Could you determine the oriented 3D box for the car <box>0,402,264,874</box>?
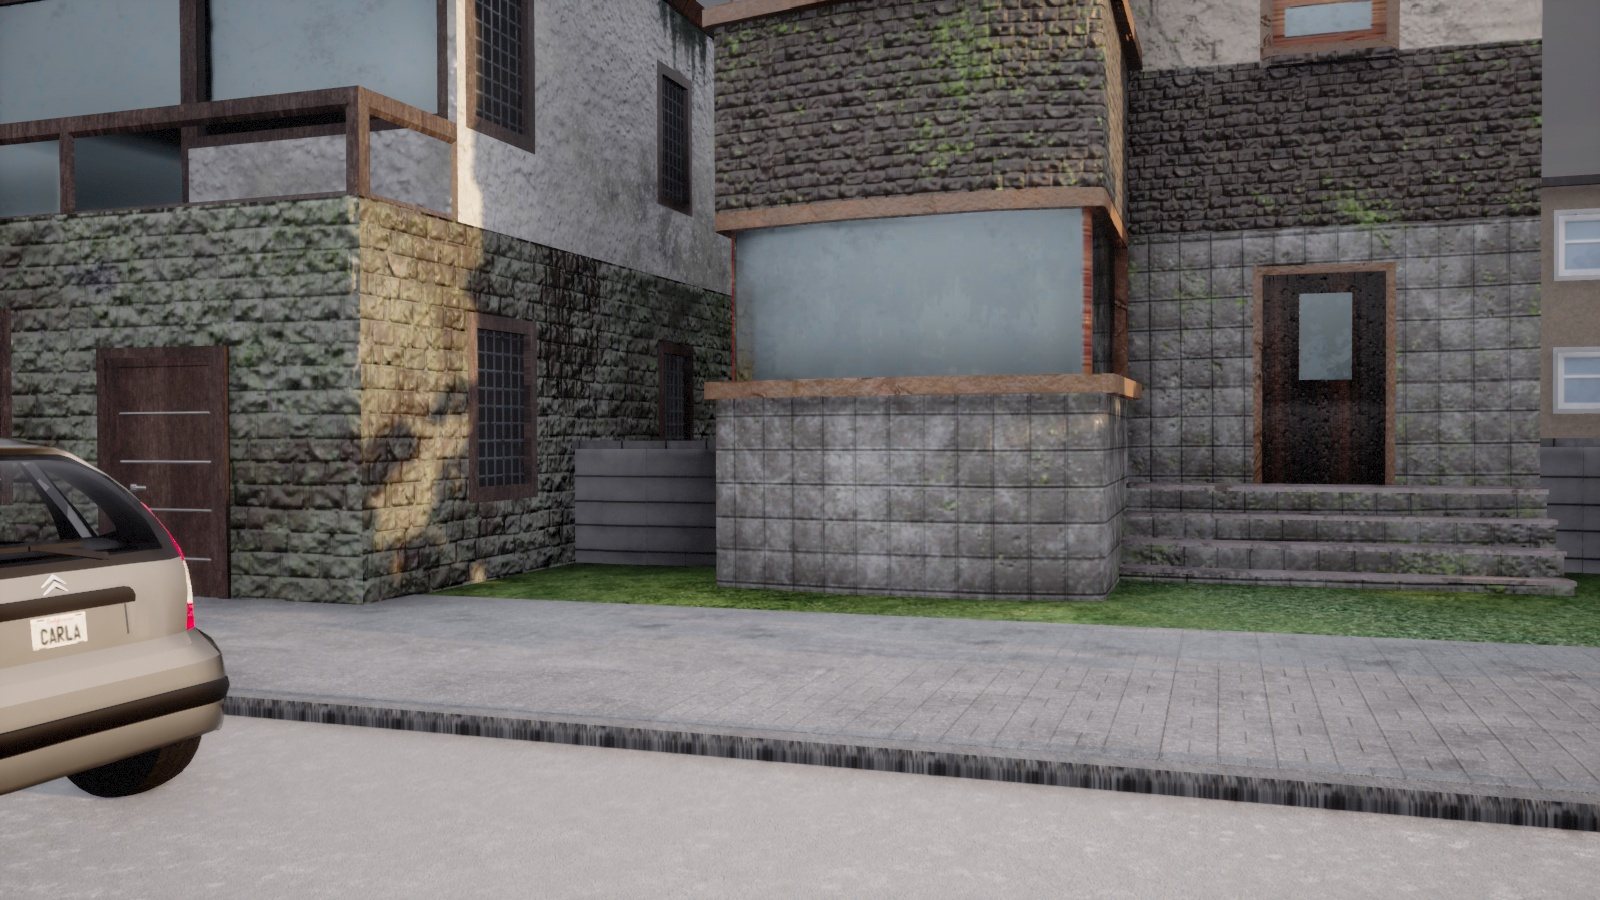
[{"bbox_3d":[-4.527,0.624,5.240,3.988,1.617,1.851,1,1,19],"label":"car"}]
